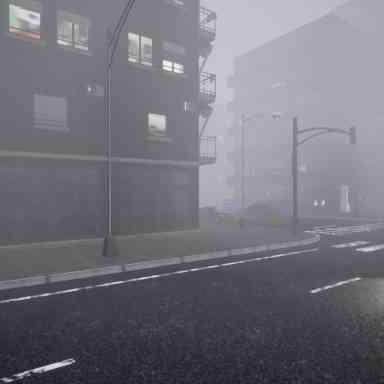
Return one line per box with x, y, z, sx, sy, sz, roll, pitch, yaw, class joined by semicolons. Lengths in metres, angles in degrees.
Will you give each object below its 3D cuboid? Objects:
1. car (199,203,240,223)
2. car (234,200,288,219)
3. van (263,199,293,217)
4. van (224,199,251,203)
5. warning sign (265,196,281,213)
1.789;1.874;28.659;1.802;1.307;4.206;-1;0;-36;car
6.453;1.795;31.893;1.812;1.442;4.674;0;0;-35;car
8.527;1.602;33.577;1.690;1.788;3.998;-1;0;-36;van
5.211;1.676;38.092;1.690;1.788;3.998;-1;0;-36;van
9.018;1.400;36.966;1.300;1.860;1.060;1;0;-36;warning sign
